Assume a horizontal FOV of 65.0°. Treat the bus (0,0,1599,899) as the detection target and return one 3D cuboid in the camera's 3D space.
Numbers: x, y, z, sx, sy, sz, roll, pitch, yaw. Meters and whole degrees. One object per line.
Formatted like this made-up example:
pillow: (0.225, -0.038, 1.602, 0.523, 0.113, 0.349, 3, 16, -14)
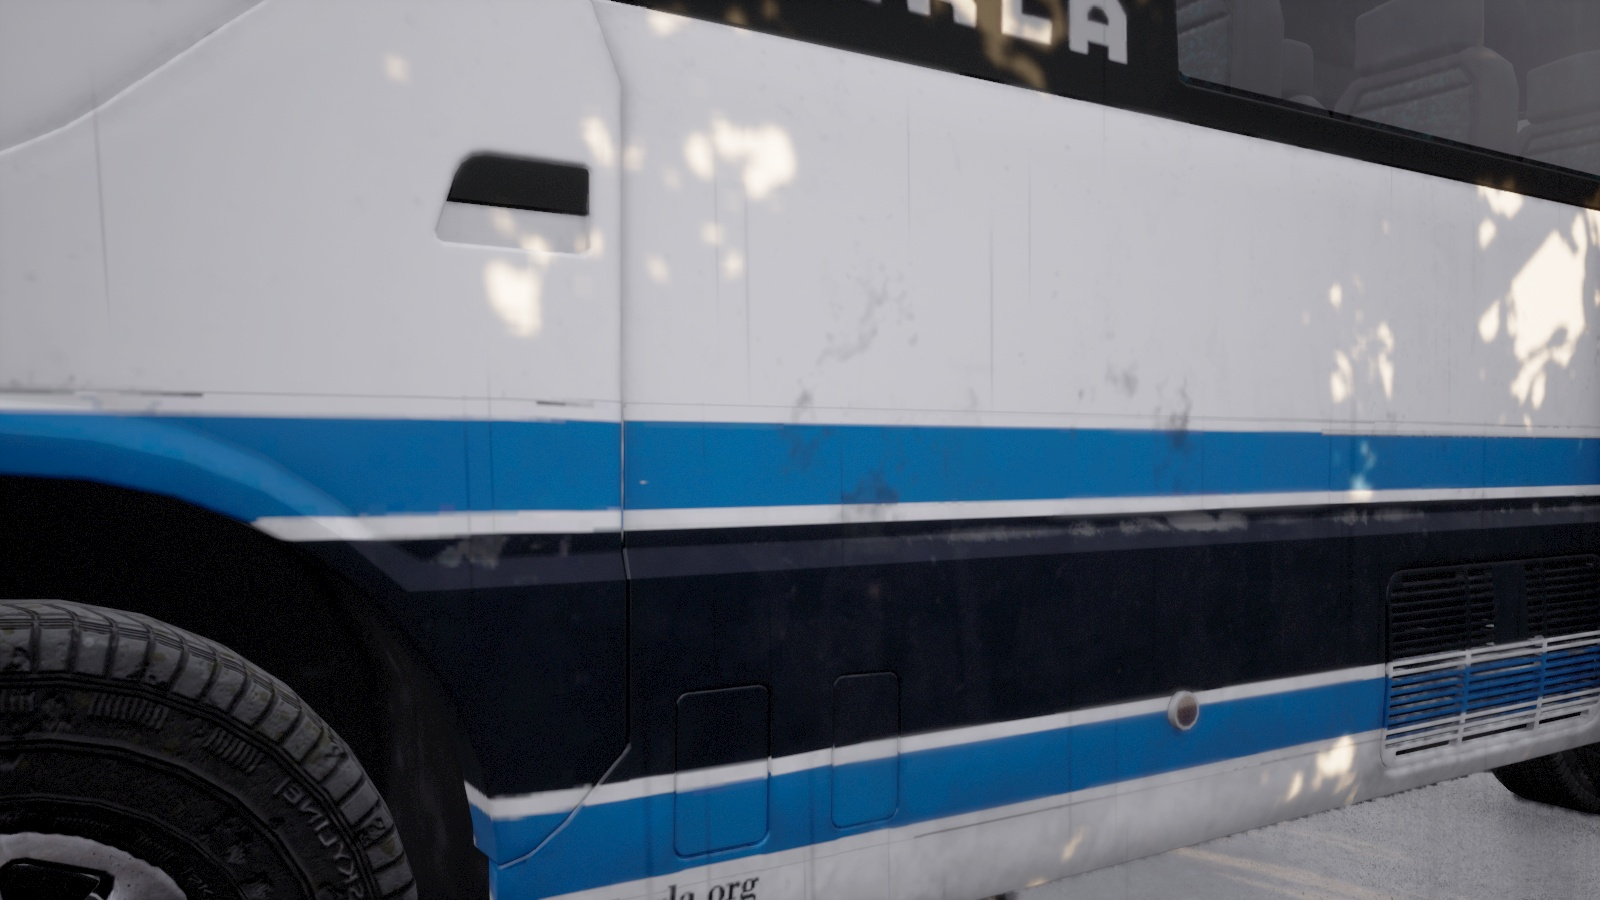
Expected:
bus: (0.588, -0.621, 4.640, 10.273, 4.253, 3.944, 0, 0, -33)
